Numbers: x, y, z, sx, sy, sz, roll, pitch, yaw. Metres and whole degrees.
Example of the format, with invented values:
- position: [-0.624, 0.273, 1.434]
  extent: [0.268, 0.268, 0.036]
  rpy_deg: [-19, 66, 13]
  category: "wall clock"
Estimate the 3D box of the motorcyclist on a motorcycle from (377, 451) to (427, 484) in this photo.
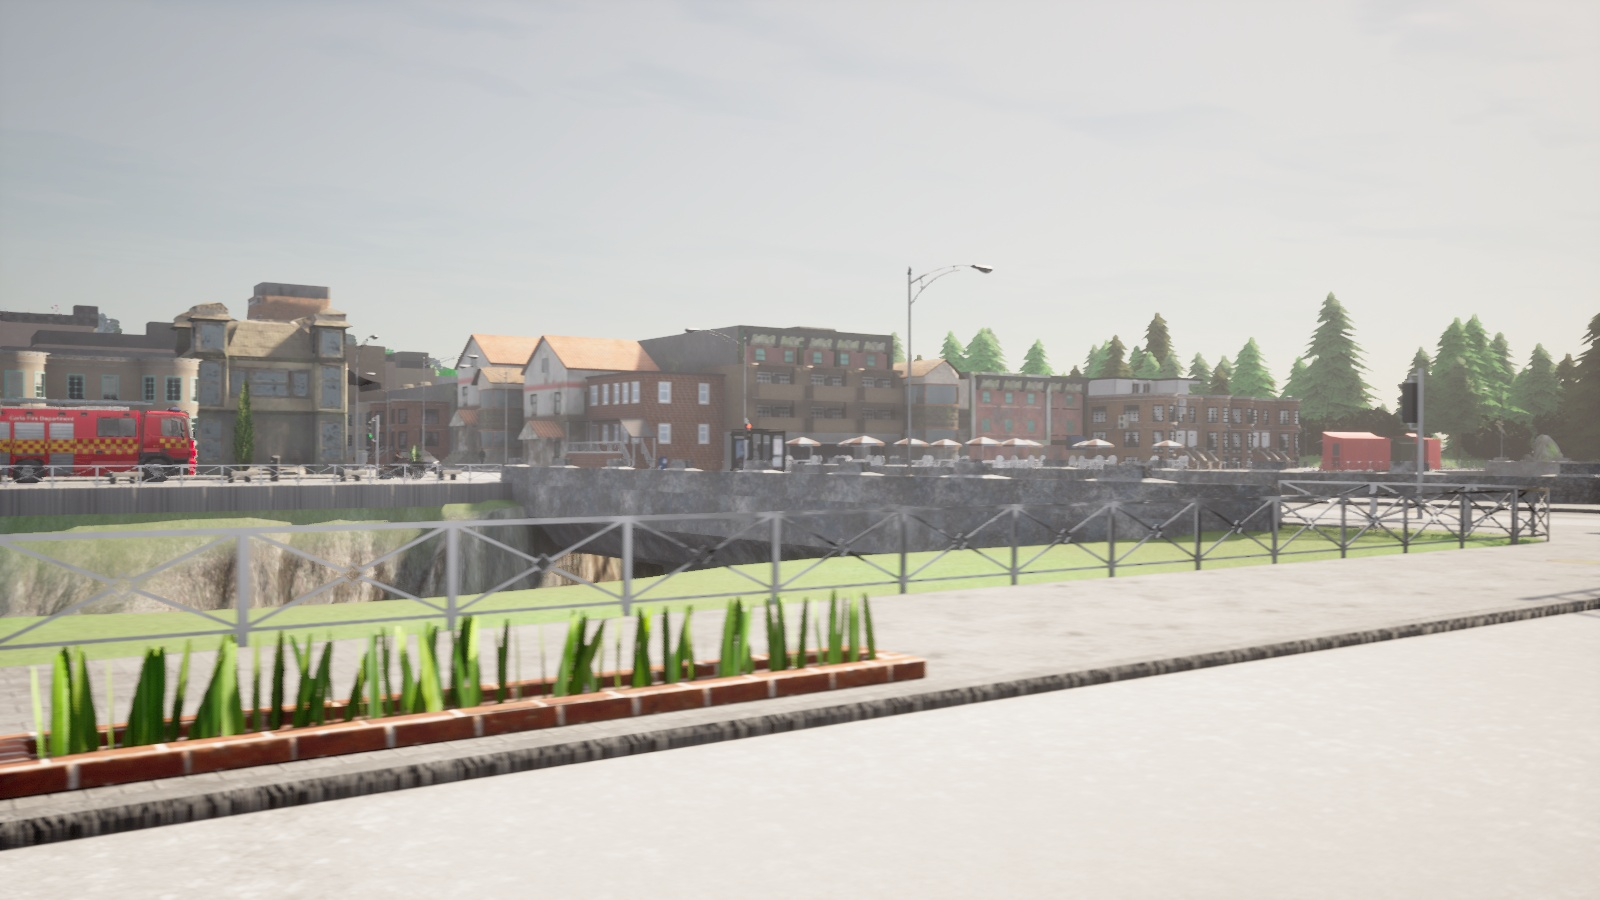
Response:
- position: [-20.649, 0.899, 65.169]
  extent: [2.350, 1.649, 0.766]
  rpy_deg: [0, 0, -36]
  category: "motorcyclist on a motorcycle"

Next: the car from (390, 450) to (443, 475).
- position: [-27.224, 0.865, 89.060]
  extent: [2.242, 1.667, 4.611]
  rpy_deg: [0, 0, -35]
  category: "car"

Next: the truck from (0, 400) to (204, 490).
- position: [-32.030, -0.212, 57.178]
  extent: [8.468, 3.827, 2.891]
  rpy_deg: [0, 0, -35]
  category: "truck"
